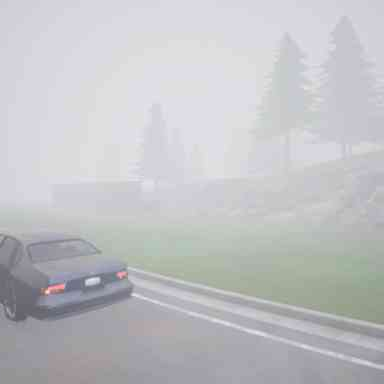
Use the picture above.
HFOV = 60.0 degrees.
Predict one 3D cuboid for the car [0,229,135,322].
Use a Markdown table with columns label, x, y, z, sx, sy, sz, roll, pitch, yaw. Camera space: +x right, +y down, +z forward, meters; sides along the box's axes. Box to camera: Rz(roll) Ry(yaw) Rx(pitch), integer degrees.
| label | x | y | z | sx | sy | sz | roll | pitch | yaw |
| --- | --- | --- | --- | --- | --- | --- | --- | --- | --- |
| car | -3.473 | 1.534 | 7.276 | 5.357 | 1.411 | 2.033 | 0 | 0 | 44 |
